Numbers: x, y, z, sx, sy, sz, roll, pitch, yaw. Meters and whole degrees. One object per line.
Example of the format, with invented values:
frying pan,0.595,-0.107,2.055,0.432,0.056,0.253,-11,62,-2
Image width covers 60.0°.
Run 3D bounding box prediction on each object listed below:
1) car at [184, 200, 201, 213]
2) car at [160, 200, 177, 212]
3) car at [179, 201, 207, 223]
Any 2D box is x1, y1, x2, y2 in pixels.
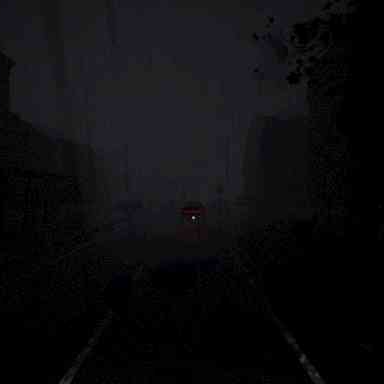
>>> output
car,0.106,1.801,42.323,2.033,1.411,5.357,0,0,0
car,-2.994,1.802,43.568,1.837,1.490,4.892,0,0,0
car,0.104,1.552,25.503,1.837,1.490,4.892,0,0,0
